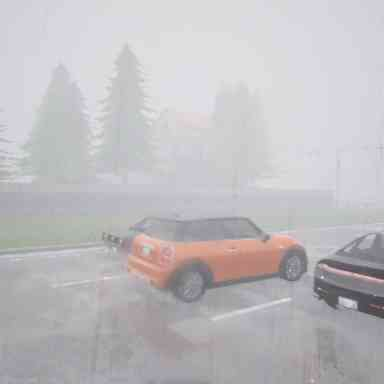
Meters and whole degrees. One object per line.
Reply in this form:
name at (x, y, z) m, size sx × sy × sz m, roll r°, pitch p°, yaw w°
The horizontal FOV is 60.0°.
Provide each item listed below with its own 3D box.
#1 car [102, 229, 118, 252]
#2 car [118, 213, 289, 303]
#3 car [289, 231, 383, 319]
car at (-0.540, 1.520, 11.539) m, size 4.718 × 1.301 × 1.895 m, roll 1°, pitch 0°, yaw -34°
car at (0.789, 1.313, 8.270) m, size 4.553 × 1.767 × 2.097 m, roll 1°, pitch 0°, yaw -33°
car at (4.434, 1.528, 6.504) m, size 4.902 × 1.511 × 2.128 m, roll 1°, pitch 1°, yaw -34°
